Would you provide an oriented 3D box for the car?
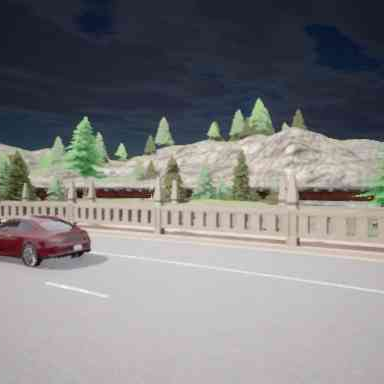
[{"bbox_3d":[-5.462,1.523,11.210,4.674,1.442,1.812,0,0,29],"label":"car"}]
